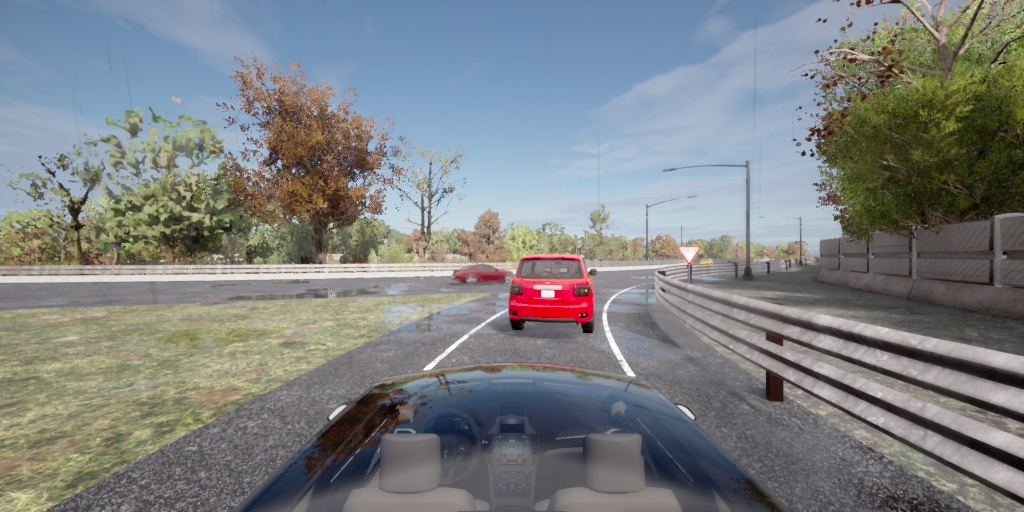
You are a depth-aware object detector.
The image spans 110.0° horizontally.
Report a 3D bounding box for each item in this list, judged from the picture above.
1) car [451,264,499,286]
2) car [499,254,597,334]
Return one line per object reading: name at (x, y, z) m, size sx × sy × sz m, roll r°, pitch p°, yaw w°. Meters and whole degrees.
car at (-1.999, 1.276, 25.500) m, size 4.674 × 1.442 × 1.812 m, roll 0°, pitch 0°, yaw -26°
car at (1.368, 0.971, 10.925) m, size 2.150 × 2.045 × 5.566 m, roll 0°, pitch 0°, yaw 12°
